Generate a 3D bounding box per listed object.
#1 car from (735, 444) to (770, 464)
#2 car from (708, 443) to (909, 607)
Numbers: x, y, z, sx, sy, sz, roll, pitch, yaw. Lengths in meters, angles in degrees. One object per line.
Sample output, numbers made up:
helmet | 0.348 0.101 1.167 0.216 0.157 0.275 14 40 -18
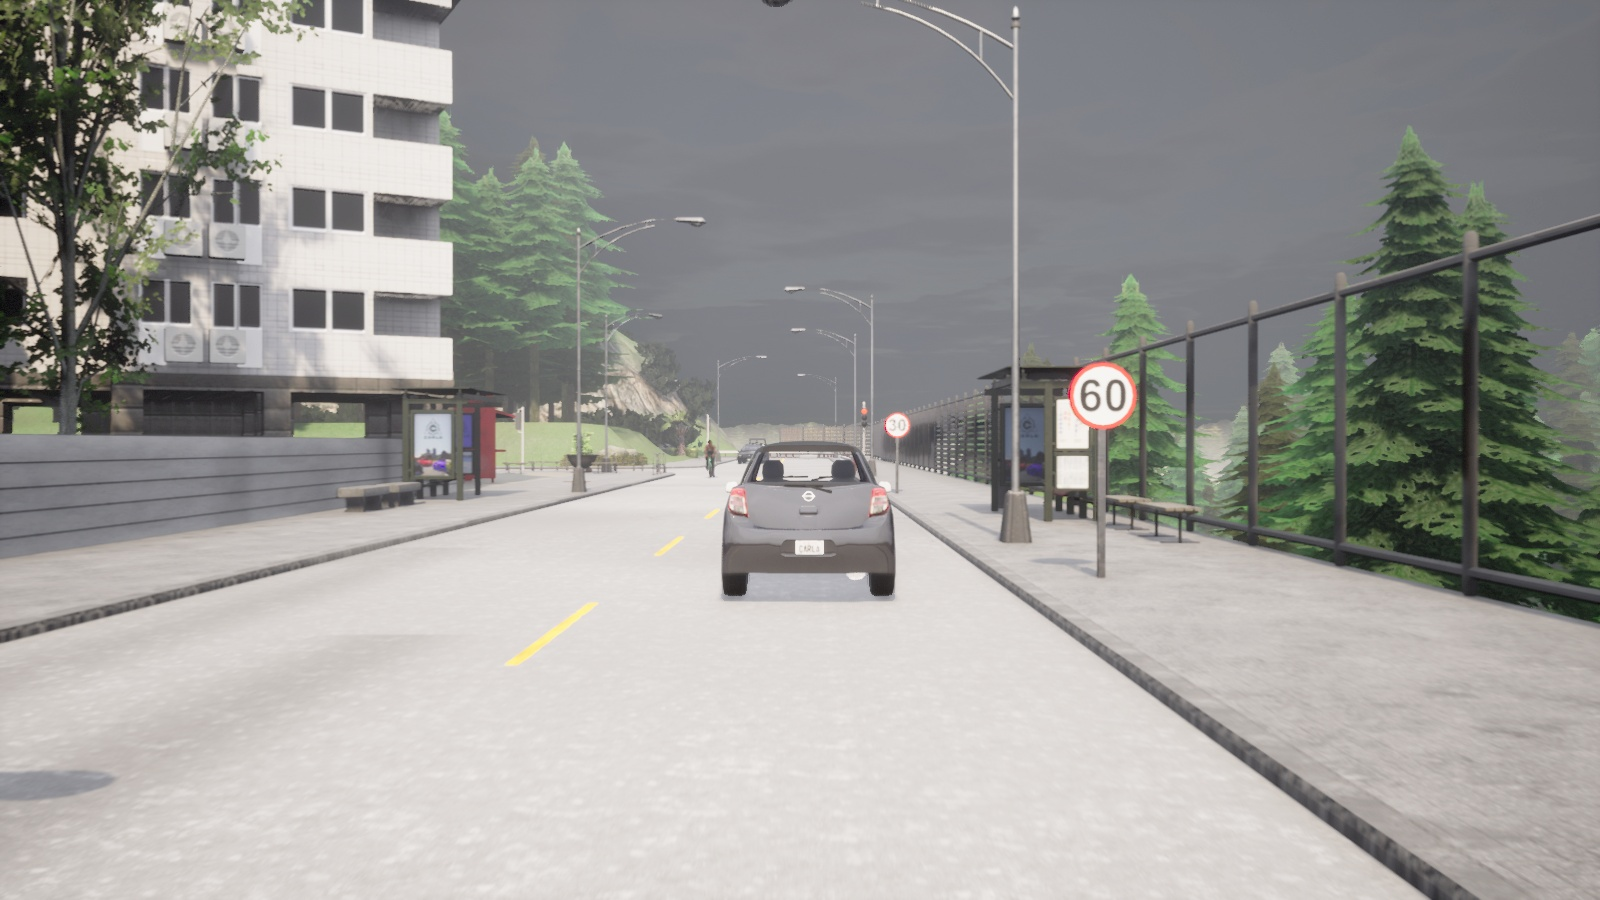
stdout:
car | -3.402 0.281 90.499 2.033 1.411 5.357 0 0 3
car | 0.087 0.686 13.378 1.845 1.501 3.633 0 0 0
